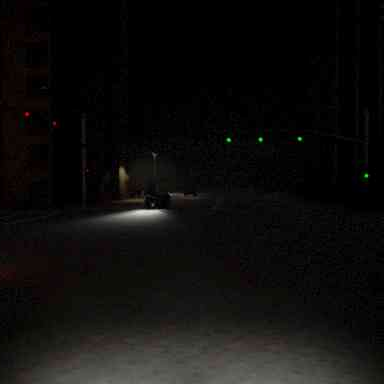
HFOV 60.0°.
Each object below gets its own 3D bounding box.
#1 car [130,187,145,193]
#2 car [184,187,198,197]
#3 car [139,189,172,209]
[{"bbox_3d":[-12.080,-0.454,73.634,5.008,1.535,1.882,0,1,7],"label":"car"},{"bbox_3d":[-0.218,-0.034,56.024,1.812,1.442,4.674,0,1,7],"label":"car"},{"bbox_3d":[-3.117,0.741,31.247,2.128,1.511,4.902,0,2,7],"label":"car"}]
